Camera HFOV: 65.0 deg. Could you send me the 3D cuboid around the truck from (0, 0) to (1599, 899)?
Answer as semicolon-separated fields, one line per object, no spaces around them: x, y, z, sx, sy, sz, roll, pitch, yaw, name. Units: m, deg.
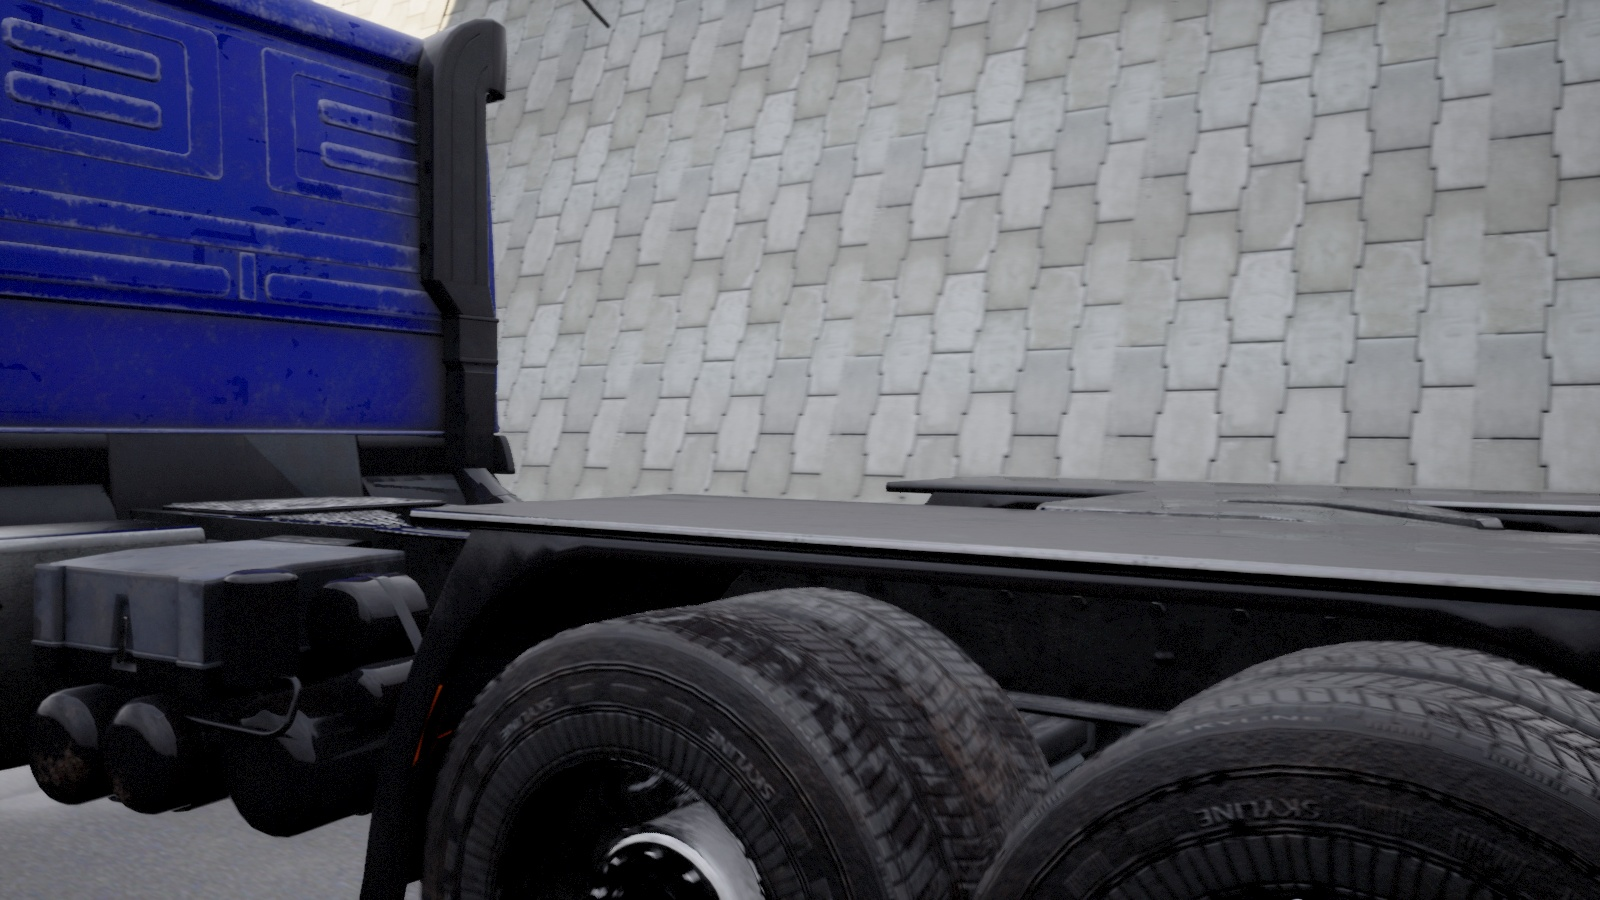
-0.806;-0.300;4.140;7.936;3.462;2.891;0;1;34;truck
